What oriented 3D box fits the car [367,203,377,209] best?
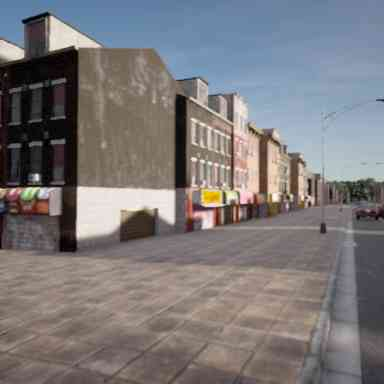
[{"bbox_3d":[40.501,3.161,74.942,1.802,1.307,4.206,-1,-2,26],"label":"car"}]

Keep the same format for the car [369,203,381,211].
[{"bbox_3d":[35.776,2.927,65.085,1.802,1.307,4.206,-1,-1,26],"label":"car"}]

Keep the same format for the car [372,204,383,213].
[{"bbox_3d":[31.050,2.686,55.227,1.947,1.339,4.313,-1,-1,26],"label":"car"}]

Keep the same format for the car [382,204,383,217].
[{"bbox_3d":[21.600,2.263,35.511,1.947,1.339,4.313,0,-1,26],"label":"car"}]

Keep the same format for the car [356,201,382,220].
[{"bbox_3d":[19.086,2.050,36.244,2.097,1.767,4.553,0,-1,26],"label":"car"}]

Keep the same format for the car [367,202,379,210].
[{"bbox_3d":[38.138,2.901,70.016,1.967,1.590,4.097,-1,-1,26],"label":"car"}]

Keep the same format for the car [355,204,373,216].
[{"bbox_3d":[23.327,2.433,45.210,2.033,1.411,5.357,0,-1,26],"label":"car"}]

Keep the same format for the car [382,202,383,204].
[{"bbox_3d":[23.963,2.114,40.445,2.192,1.841,5.009,0,-1,26],"label":"car"}]

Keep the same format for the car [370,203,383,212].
[{"bbox_3d":[33.487,2.761,60.310,1.752,1.417,4.829,-1,-1,26],"label":"car"}]

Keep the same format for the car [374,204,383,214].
[{"bbox_3d":[28.688,2.555,50.299,1.887,1.381,4.507,0,-1,26],"label":"car"}]
